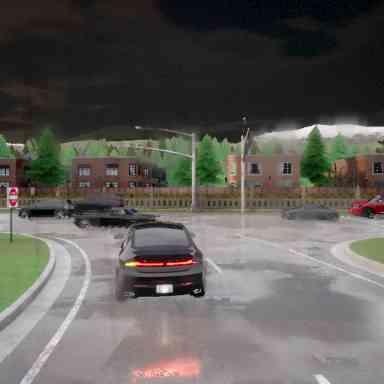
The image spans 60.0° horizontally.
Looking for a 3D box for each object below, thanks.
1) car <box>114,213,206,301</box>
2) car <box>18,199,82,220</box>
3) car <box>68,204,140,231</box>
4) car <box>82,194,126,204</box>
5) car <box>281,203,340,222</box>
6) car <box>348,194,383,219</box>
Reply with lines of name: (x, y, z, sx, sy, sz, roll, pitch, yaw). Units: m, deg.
car: (-0.888, 1.505, 8.418, 1.837, 1.490, 4.892, 0, 0, -9)
car: (-12.052, 1.351, 27.865, 4.553, 1.767, 2.097, 0, 0, 6)
car: (-4.625, 1.601, 20.051, 4.718, 1.301, 1.895, 0, 0, 6)
car: (-8.981, 1.223, 31.063, 5.566, 2.045, 2.150, 0, 0, 6)
car: (9.074, 1.564, 25.656, 4.181, 1.385, 1.994, 0, 0, 6)
car: (16.458, 1.222, 28.403, 5.566, 2.045, 2.150, 0, 0, 6)
